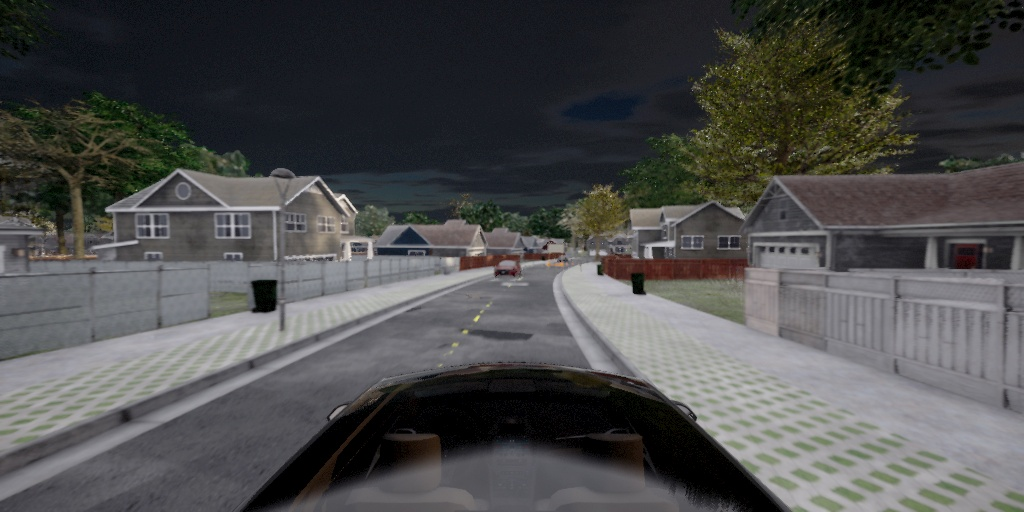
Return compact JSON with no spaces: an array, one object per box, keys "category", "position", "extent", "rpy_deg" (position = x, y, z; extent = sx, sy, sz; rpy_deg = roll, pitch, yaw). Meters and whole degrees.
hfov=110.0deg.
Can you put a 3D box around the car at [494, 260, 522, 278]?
[{"category":"car","position":[-0.322,1.095,32.282],"extent":[1.882,1.535,5.008],"rpy_deg":[1,0,9]}]

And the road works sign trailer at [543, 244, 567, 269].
[{"category":"road works sign trailer","position":[6.196,-0.025,50.527],"extent":[2.380,3.560,2.880],"rpy_deg":[0,0,17]}]
